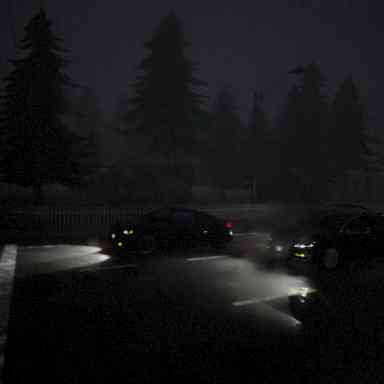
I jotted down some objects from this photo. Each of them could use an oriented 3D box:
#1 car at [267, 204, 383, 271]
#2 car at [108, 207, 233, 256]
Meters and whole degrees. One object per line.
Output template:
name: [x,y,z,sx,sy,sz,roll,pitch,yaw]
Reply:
car: [4.531,1.301,10.097,4.892,1.490,1.837,0,2,-27]
car: [-0.685,1.219,11.385,4.181,1.385,1.994,0,2,-26]
